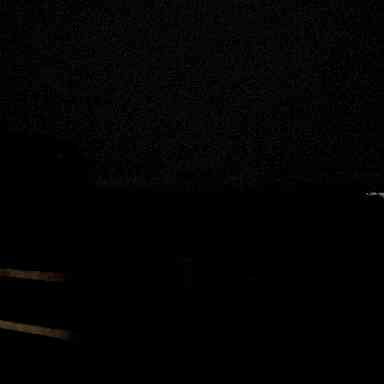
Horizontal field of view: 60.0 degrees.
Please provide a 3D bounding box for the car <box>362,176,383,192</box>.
[{"bbox_3d":[23.320,-1.090,42.735,2.150,2.045,5.566,0,2,18],"label":"car"}]
